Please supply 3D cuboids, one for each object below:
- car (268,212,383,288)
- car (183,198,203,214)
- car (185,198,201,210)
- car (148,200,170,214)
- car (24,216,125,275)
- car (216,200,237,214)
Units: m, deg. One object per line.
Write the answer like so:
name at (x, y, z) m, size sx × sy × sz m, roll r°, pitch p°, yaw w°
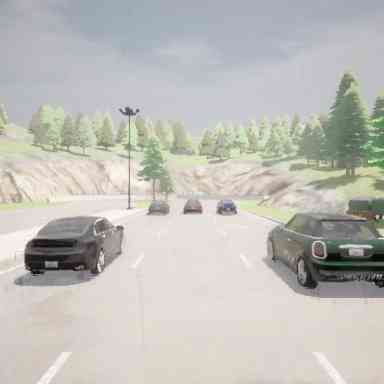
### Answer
car at (3.601, 1.351, 9.416) m, size 2.097 × 1.767 × 4.553 m, roll 0°, pitch 0°, yaw 0°
car at (0.108, 1.564, 35.271) m, size 1.994 × 1.385 × 4.181 m, roll 0°, pitch 0°, yaw 0°
car at (0.166, 1.547, 44.513) m, size 2.033 × 1.411 × 5.357 m, roll 0°, pitch 0°, yaw 1°
car at (-3.391, 1.563, 34.737) m, size 1.994 × 1.385 × 4.181 m, roll 0°, pitch 0°, yaw 0°
car at (-3.397, 1.504, 10.464) m, size 1.837 × 1.490 × 4.892 m, roll 0°, pitch 0°, yaw 0°
car at (3.610, 1.526, 35.135) m, size 1.812 × 1.442 × 4.674 m, roll 0°, pitch 0°, yaw 0°
